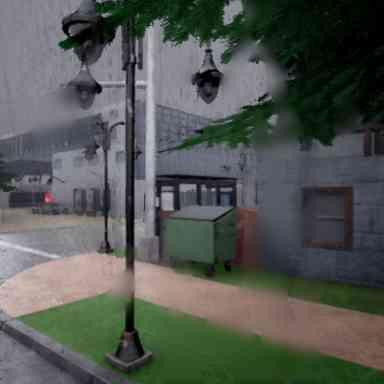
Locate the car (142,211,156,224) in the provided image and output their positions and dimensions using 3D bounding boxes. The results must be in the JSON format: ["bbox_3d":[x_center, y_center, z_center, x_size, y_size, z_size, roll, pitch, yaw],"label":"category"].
[{"bbox_3d":[-1.434,1.613,23.726,1.812,1.442,4.674,0,0,42],"label":"car"}]
